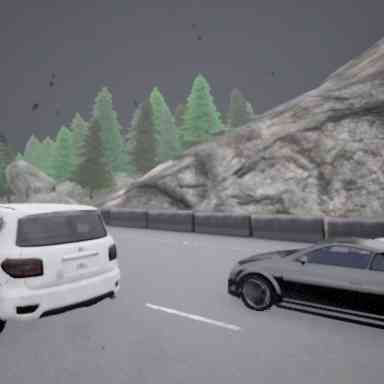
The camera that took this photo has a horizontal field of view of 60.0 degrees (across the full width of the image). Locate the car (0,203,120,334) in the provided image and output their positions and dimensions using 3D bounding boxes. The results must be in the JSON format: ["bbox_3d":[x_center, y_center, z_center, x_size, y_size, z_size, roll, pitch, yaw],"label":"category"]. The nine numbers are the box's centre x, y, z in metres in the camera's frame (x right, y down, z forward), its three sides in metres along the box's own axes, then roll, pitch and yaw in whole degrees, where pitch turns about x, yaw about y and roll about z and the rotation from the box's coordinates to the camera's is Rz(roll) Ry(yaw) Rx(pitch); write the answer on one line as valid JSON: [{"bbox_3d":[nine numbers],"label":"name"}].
[{"bbox_3d":[-3.906,1.239,6.794,5.566,2.045,2.150,0,0,36],"label":"car"}]

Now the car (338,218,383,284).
[{"bbox_3d":[6.271,1.524,8.117,4.674,1.442,1.812,0,0,36],"label":"car"}]

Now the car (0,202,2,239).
[{"bbox_3d":[-11.678,1.399,16.627,4.553,1.767,2.097,0,0,36],"label":"car"}]

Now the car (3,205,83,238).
[{"bbox_3d":[-8.429,1.548,18.608,4.892,1.490,1.837,0,0,36],"label":"car"}]

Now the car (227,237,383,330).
[{"bbox_3d":[2.782,1.567,6.307,4.181,1.385,1.994,0,0,36],"label":"car"}]
